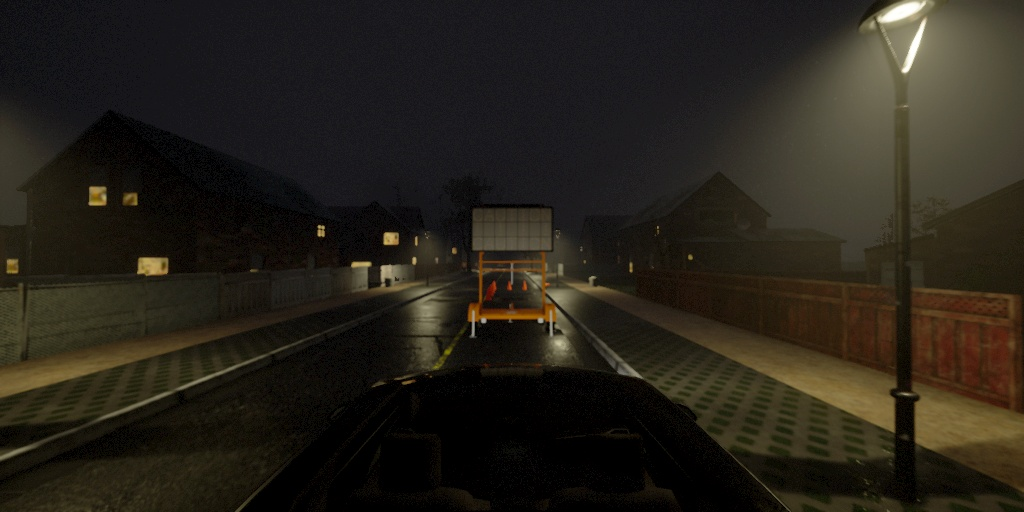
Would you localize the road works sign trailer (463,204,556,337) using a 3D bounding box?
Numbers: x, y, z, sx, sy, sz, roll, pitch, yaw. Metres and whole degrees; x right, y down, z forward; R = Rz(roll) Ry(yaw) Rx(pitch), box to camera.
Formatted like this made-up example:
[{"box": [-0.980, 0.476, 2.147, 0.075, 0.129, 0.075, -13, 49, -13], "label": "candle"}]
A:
[{"box": [0.004, 0.290, 10.508, 2.380, 3.560, 2.880, 0, 0, 0], "label": "road works sign trailer"}]
